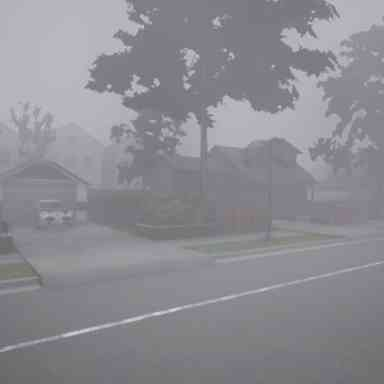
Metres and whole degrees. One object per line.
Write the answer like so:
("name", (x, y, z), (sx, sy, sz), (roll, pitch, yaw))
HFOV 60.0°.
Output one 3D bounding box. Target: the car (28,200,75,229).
("car", (-8.033, 1.221, 18.892), (1.970, 1.475, 3.806), (1, 0, -35))
